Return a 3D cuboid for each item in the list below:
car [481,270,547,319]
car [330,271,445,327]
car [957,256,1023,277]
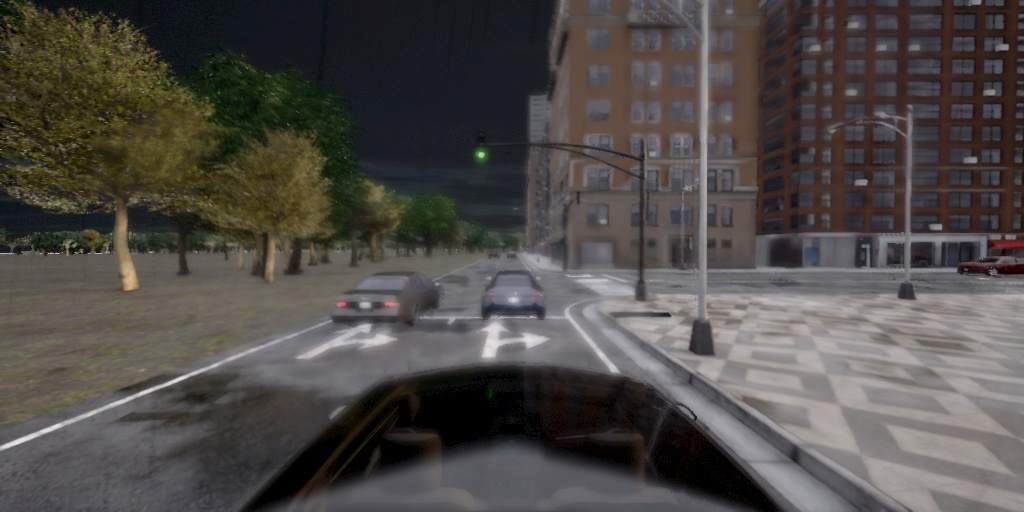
[{"bbox_3d":[0.060,1.171,12.076,1.994,1.385,4.181,0,1,0],"label":"car"},{"bbox_3d":[-3.449,1.171,10.995,2.033,1.411,5.357,0,1,1],"label":"car"},{"bbox_3d":[37.647,0.787,27.733,5.008,1.535,1.882,0,1,1],"label":"car"}]
